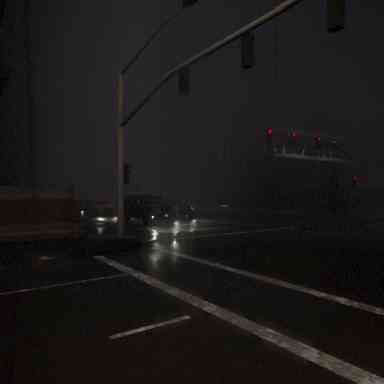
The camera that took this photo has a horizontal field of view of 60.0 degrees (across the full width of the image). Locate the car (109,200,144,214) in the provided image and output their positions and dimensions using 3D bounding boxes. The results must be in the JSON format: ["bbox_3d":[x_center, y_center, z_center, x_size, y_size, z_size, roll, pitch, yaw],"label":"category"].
[{"bbox_3d":[-7.115,1.601,35.818,1.895,1.301,4.718,0,0,-36],"label":"car"}]

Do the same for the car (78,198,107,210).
[{"bbox_3d":[-13.364,1.547,44.531,2.033,1.411,5.357,0,0,-36],"label":"car"}]

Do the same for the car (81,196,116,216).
[{"bbox_3d":[-9.095,1.478,32.574,1.882,1.535,5.008,0,0,-36],"label":"car"}]

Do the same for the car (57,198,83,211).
[{"bbox_3d":[-15.090,1.526,40.941,1.812,1.442,4.674,0,0,-35],"label":"car"}]

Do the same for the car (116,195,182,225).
[{"bbox_3d":[-3.323,1.221,24.534,2.150,2.045,5.566,0,0,-36],"label":"car"}]

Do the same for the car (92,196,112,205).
[{"bbox_3d":[-16.790,1.478,61.629,1.882,1.535,5.008,0,0,-36],"label":"car"}]

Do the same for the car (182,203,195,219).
[{"bbox_3d":[-1.697,1.351,28.274,2.097,1.767,4.553,0,0,-36],"label":"car"}]
